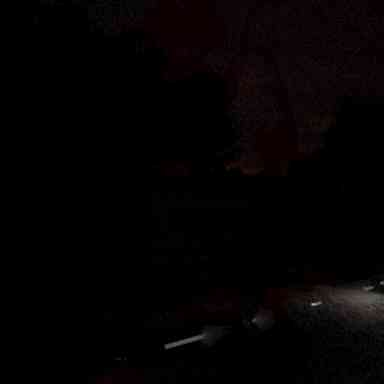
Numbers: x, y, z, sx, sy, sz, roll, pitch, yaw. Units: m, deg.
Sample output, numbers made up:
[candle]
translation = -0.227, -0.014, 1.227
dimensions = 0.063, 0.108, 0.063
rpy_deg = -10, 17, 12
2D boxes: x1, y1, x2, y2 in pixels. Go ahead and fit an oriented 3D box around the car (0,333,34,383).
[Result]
[car]
translation = -3.298, 1.557, 1.018
dimensions = 5.357, 1.411, 2.033
rpy_deg = 0, 0, -37
